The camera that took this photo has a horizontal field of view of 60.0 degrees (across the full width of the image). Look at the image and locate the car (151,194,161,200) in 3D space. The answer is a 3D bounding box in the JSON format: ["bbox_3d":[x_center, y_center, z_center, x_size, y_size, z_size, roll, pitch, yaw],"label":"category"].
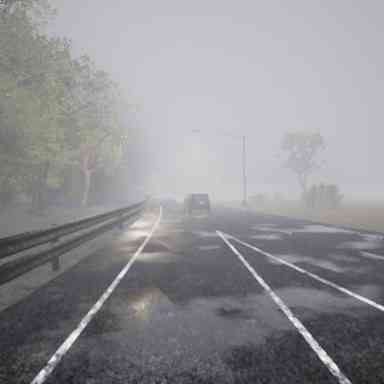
[{"bbox_3d":[-9.798,1.458,94.153,1.812,1.442,4.674,0,0,-10],"label":"car"}]

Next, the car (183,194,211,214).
[{"bbox_3d":[0.461,1.177,34.783,2.150,2.045,5.566,0,0,-10],"label":"car"}]

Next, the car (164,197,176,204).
[{"bbox_3d":[-4.129,1.556,61.338,1.895,1.301,4.718,0,0,-10],"label":"car"}]
